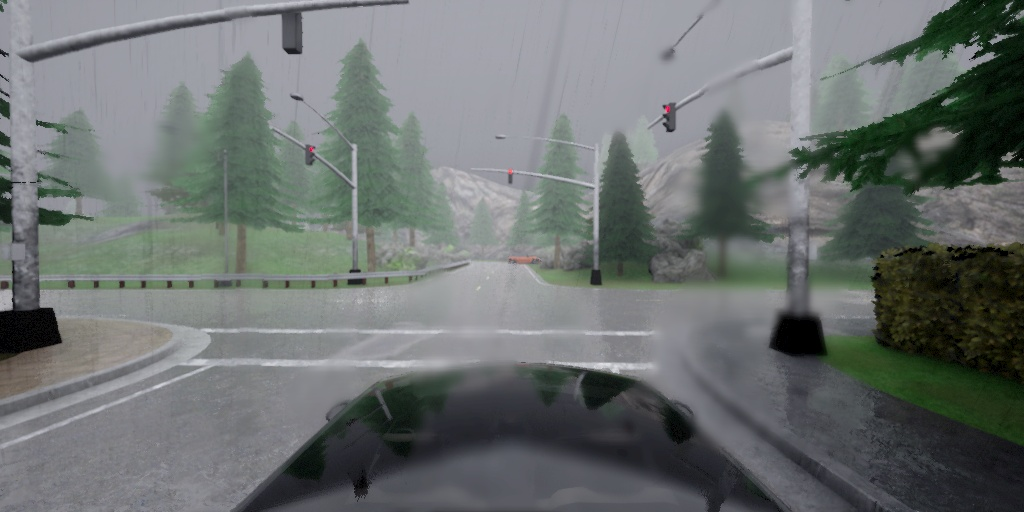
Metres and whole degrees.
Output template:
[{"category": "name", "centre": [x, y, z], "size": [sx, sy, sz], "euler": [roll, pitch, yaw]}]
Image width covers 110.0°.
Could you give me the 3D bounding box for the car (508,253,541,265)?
[{"category": "car", "centre": [1.665, 0.342, 49.072], "size": [4.553, 1.767, 2.097], "euler": [0, 1, 1]}]
